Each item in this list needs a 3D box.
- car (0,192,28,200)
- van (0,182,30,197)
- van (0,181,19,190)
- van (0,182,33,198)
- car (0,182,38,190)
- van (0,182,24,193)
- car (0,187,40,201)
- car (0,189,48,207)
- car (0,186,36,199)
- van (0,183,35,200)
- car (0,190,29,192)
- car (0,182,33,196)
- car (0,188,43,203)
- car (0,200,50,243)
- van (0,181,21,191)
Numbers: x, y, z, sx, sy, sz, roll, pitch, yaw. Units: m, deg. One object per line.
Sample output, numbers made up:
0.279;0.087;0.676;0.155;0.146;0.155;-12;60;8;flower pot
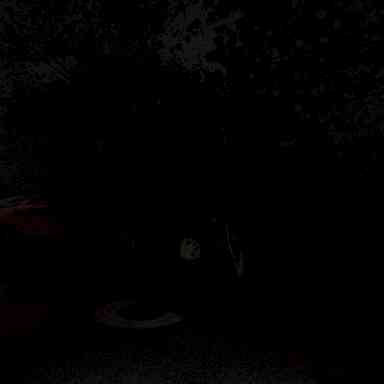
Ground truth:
-8.201;1.086;17.614;4.553;1.767;2.185;1;2;-30;car
-26.254;-0.369;48.587;4.442;1.987;1.878;1;1;-30;van
-42.936;-1.436;77.474;4.442;1.987;1.878;1;1;-30;van
-24.667;-0.276;46.306;4.442;1.987;1.878;1;1;-30;van
-15.056;0.402;29.486;5.566;2.045;2.435;1;2;-30;car
-34.422;-0.901;63.198;4.442;1.987;1.878;1;1;-30;van
-20.598;0.252;39.077;4.792;1.488;2.163;1;1;-30;car
-16.499;0.569;31.862;4.792;1.488;2.163;1;2;-30;car
-23.386;0.036;43.857;5.008;1.535;2.097;1;1;-30;car
-22.085;-0.099;41.385;4.442;1.987;1.878;1;1;-30;van
-12.483;0.872;24.593;5.366;1.575;1.946;1;2;-30;car
-27.561;-0.481;51.028;5.566;2.045;2.435;1;1;-30;car
-19.279;0.348;36.793;4.792;1.488;2.163;1;2;-30;car
-6.853;1.323;15.201;5.008;1.535;2.097;1;2;-30;car
-39.961;-1.255;72.789;4.442;1.987;1.878;1;1;-30;van
